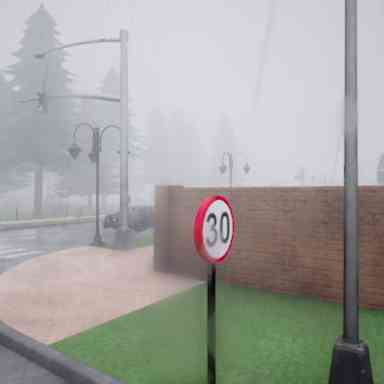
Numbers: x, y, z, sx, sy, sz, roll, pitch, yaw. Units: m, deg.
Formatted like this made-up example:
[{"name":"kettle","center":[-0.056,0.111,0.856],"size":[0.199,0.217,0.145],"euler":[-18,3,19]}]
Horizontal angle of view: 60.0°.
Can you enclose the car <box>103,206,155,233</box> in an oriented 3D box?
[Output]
[{"name":"car","center":[-2.749,1.538,19.867],"size":[2.033,1.411,5.357],"euler":[0,0,35]}]
